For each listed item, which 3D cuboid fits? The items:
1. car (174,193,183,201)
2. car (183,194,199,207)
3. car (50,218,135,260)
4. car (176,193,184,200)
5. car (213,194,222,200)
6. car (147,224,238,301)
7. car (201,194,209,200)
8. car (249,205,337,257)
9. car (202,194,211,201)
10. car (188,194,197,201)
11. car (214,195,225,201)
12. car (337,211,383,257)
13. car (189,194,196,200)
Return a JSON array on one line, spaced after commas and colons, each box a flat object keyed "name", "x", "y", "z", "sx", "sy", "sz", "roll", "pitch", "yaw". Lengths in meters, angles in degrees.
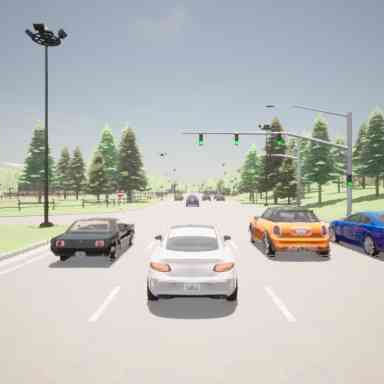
[{"name": "car", "x": -3.375, "y": 1.544, "z": 83.114, "sx": 1.994, "sy": 1.385, "sz": 4.181, "roll": 0, "pitch": 0, "yaw": 0}, {"name": "car", "x": 0.078, "y": 1.352, "z": 52.083, "sx": 2.097, "sy": 1.767, "sz": 4.553, "roll": 0, "pitch": 0, "yaw": 0}, {"name": "car", "x": -3.381, "y": 1.601, "z": 12.344, "sx": 1.895, "sy": 1.301, "sz": 4.718, "roll": 0, "pitch": 0, "yaw": 0}, {"name": "car", "x": -3.360, "y": 1.187, "z": 93.121, "sx": 2.097, "sy": 1.767, "sz": 4.553, "roll": 0, "pitch": 0, "yaw": 0}, {"name": "car", "x": 7.140, "y": 1.385, "z": 93.135, "sx": 1.994, "sy": 1.385, "sz": 4.181, "roll": 0, "pitch": 0, "yaw": 0}, {"name": "car", "x": 0.019, "y": 1.526, "z": 8.210, "sx": 1.812, "sy": 1.442, "sz": 4.674, "roll": 0, "pitch": 0, "yaw": 0}, {"name": "car", "x": 3.640, "y": 1.372, "z": 93.140, "sx": 2.033, "sy": 1.411, "sz": 5.357, "roll": 0, "pitch": 0, "yaw": 0}, {"name": "car", "x": 3.619, "y": 1.351, "z": 13.151, "sx": 2.097, "sy": 1.767, "sz": 4.553, "roll": 0, "pitch": 0, "yaw": 0}, {"name": "car", "x": 3.625, "y": 1.347, "z": 83.107, "sx": 2.097, "sy": 1.767, "sz": 4.553, "roll": 0, "pitch": 0, "yaw": 0}, {"name": "car", "x": 0.125, "y": 1.347, "z": 83.112, "sx": 2.097, "sy": 1.767, "sz": 4.553, "roll": 0, "pitch": 0, "yaw": 0}, {"name": "car", "x": 7.124, "y": 1.517, "z": 82.715, "sx": 2.128, "sy": 1.511, "sz": 4.902, "roll": 0, "pitch": 0, "yaw": 0}, {"name": "car", "x": 7.119, "y": 1.477, "z": 13.032, "sx": 1.882, "sy": 1.535, "sz": 5.008, "roll": 0, "pitch": 0, "yaw": 0}, {"name": "car", "x": 0.140, "y": 1.332, "z": 93.146, "sx": 1.837, "sy": 1.490, "sz": 4.892, "roll": 0, "pitch": 0, "yaw": 0}]
